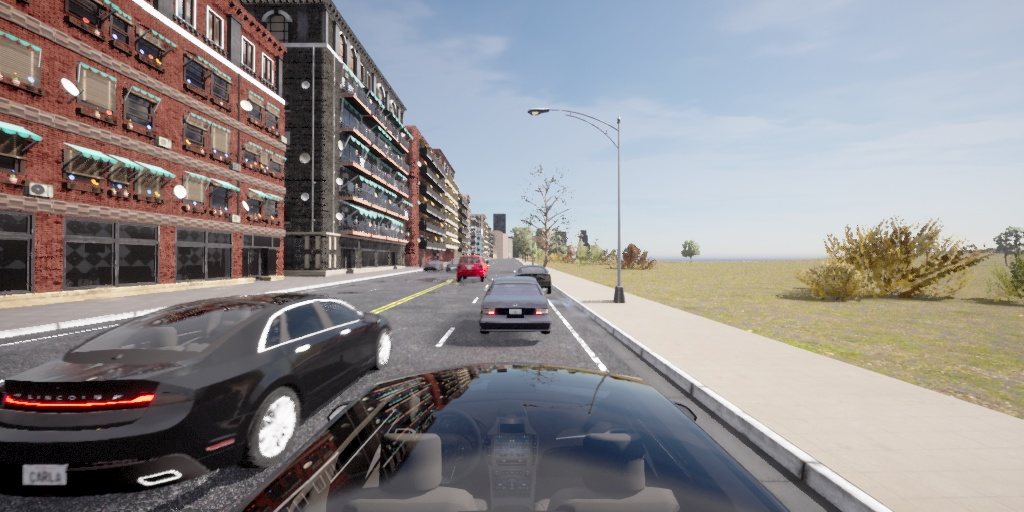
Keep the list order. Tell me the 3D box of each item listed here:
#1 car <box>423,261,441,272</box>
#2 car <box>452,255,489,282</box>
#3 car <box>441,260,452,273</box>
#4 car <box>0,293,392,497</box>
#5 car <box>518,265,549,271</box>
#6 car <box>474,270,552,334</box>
[{"bbox_3d":[-9.900,1.298,45.841,2.033,1.411,5.357,0,0,0],"label":"car"},{"bbox_3d":[-3.182,0.975,29.481,2.150,2.045,5.566,0,0,0],"label":"car"},{"bbox_3d":[-6.646,1.242,42.541,2.128,1.511,4.902,0,0,0],"label":"car"},{"bbox_3d":[-3.156,1.253,4.847,1.837,1.490,4.892,0,-1,0],"label":"car"},{"bbox_3d":[1.116,1.230,20.339,1.882,1.535,5.008,0,0,0],"label":"car"},{"bbox_3d":[0.092,1.299,10.575,2.033,1.411,5.357,0,0,0],"label":"car"}]
